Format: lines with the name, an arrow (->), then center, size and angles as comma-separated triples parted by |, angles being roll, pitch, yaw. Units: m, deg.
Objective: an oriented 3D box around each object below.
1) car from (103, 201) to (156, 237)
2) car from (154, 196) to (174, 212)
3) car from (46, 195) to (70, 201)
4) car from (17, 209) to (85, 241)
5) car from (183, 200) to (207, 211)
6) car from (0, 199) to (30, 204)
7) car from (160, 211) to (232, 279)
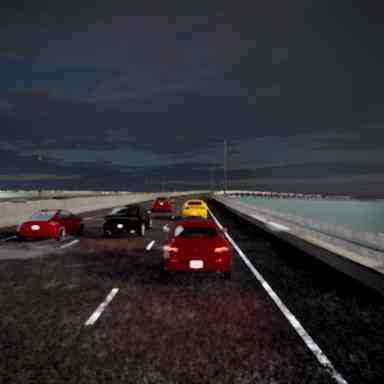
car -> -3.342, 1.438, 17.995 | 1.882, 1.535, 5.008 | 0, 0, 0
car -> -3.160, 1.271, 37.004 | 2.097, 1.767, 4.553 | 0, 1, 1
car -> -17.264, 1.254, 42.818 | 2.097, 1.767, 4.553 | 0, 0, 1
car -> -6.850, 1.526, 16.564 | 1.994, 1.385, 4.181 | 0, 0, 0
car -> 0.232, 1.417, 27.483 | 1.882, 1.535, 5.008 | 0, 0, 1
car -> -20.825, 1.513, 38.990 | 1.895, 1.301, 4.718 | 0, 0, 1
car -> 0.119, 1.505, 9.907 | 1.812, 1.442, 4.674 | 0, 0, 0
